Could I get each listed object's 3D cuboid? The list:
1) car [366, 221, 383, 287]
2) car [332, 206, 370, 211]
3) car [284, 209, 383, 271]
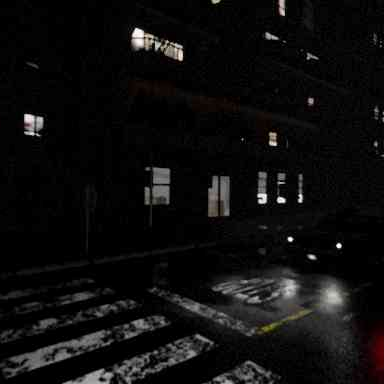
[{"bbox_3d":[5.805,1.380,7.132,4.892,1.490,1.837,-1,1,-40],"label":"car"},{"bbox_3d":[7.519,1.325,15.910,4.206,1.307,1.802,-1,2,-40],"label":"car"},{"bbox_3d":[4.963,1.431,10.458,4.718,1.301,1.895,-1,1,-40],"label":"car"}]
